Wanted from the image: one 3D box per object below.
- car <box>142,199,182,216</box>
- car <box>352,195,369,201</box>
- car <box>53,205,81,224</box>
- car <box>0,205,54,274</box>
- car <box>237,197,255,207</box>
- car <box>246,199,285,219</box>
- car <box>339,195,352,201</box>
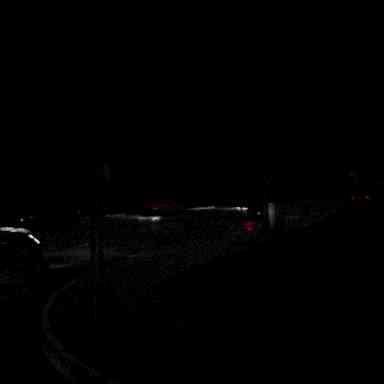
[{"bbox_3d":[-2.959,1.524,33.562,1.882,1.535,5.008,0,0,32],"label":"car"},{"bbox_3d":[41.607,1.519,82.082,1.882,1.535,5.008,0,0,36],"label":"car"},{"bbox_3d":[-9.739,1.606,22.819,1.994,1.385,4.181,0,0,32],"label":"car"},{"bbox_3d":[-6.250,1.371,8.484,2.097,1.767,4.553,0,0,32],"label":"car"},{"bbox_3d":[8.628,1.547,51.730,2.128,1.511,4.902,0,0,33],"label":"car"},{"bbox_3d":[6.659,1.561,28.948,1.812,1.442,4.674,0,0,32],"label":"car"},{"bbox_3d":[38.504,1.571,83.762,2.128,1.511,4.902,0,0,36],"label":"car"}]
